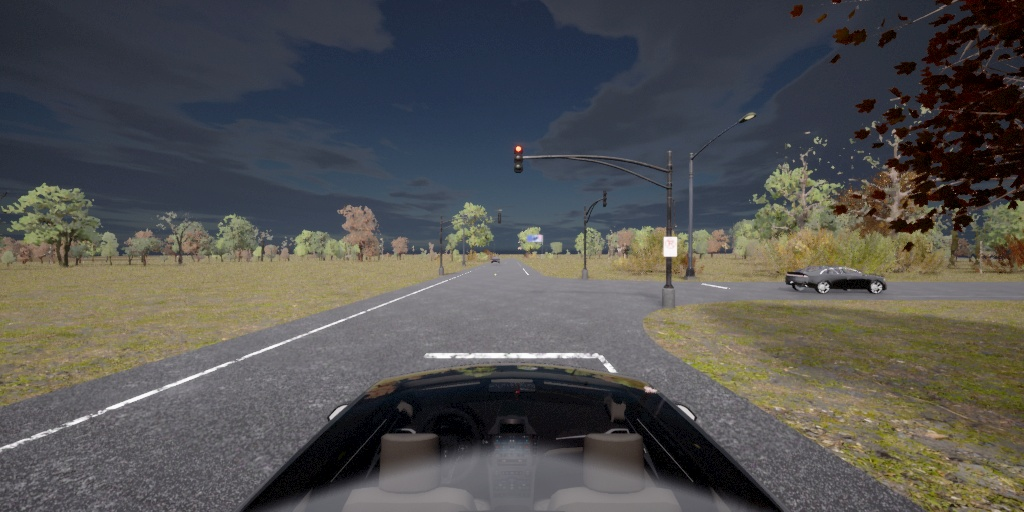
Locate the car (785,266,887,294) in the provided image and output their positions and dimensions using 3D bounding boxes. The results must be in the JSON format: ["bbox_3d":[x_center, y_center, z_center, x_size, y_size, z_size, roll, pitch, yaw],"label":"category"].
[{"bbox_3d":[18.327,1.308,20.373,4.902,1.511,2.128,0,1,0],"label":"car"}]
